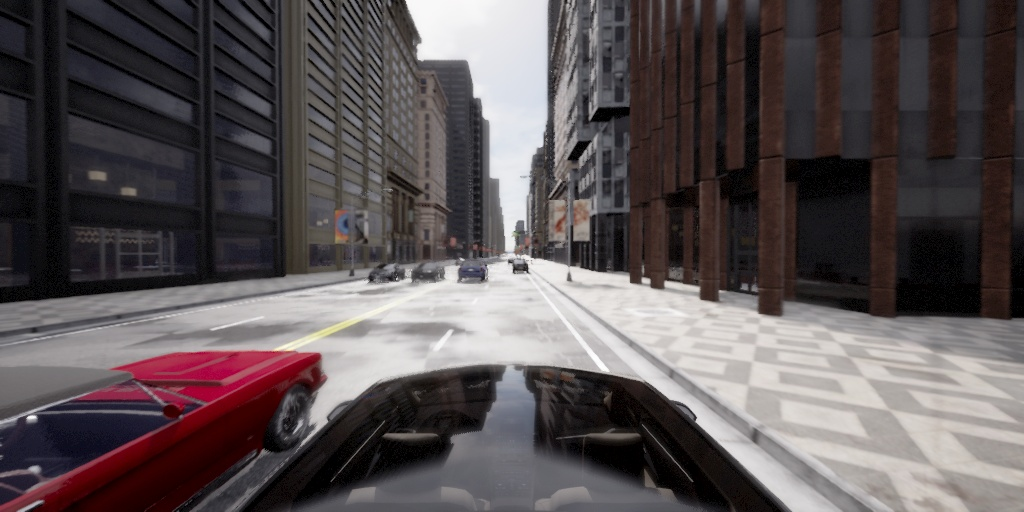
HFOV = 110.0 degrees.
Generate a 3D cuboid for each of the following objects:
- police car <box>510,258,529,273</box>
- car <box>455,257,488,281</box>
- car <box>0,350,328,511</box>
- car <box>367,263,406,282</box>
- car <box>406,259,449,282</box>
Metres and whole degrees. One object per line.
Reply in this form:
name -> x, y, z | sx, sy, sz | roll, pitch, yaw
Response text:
police car -> 0.980, 1.146, 41.909 | 1.930, 1.638, 5.238 | 0, 0, 0
car -> -3.147, 1.083, 29.710 | 2.097, 1.767, 4.553 | 0, 0, 0
car -> -3.150, 1.351, 2.192 | 1.895, 1.301, 4.718 | 0, 0, 0
car -> -9.841, 1.259, 28.605 | 1.812, 1.442, 4.674 | 0, 0, 0
car -> -6.590, 1.210, 28.608 | 1.882, 1.535, 5.008 | 0, 0, 0
